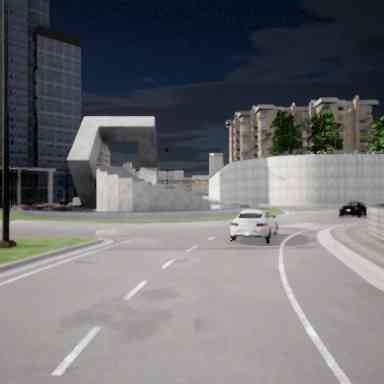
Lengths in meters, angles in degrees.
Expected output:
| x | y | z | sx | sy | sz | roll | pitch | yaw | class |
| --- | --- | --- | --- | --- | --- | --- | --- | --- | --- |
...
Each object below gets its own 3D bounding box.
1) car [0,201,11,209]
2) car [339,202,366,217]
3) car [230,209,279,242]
| x | y | z | sx | sy | sz | roll | pitch | yaw | class |
| --- | --- | --- | --- | --- | --- | --- | --- | --- | --- |
| -28.692 | 1.916 | 47.808 | 2.033 | 1.411 | 5.357 | 0 | 0 | 16 | car |
| 15.765 | 1.623 | 31.901 | 4.181 | 1.385 | 1.994 | 0 | 0 | -45 | car |
| 3.173 | 1.584 | 16.666 | 1.812 | 1.442 | 4.674 | -1 | 0 | 20 | car |
